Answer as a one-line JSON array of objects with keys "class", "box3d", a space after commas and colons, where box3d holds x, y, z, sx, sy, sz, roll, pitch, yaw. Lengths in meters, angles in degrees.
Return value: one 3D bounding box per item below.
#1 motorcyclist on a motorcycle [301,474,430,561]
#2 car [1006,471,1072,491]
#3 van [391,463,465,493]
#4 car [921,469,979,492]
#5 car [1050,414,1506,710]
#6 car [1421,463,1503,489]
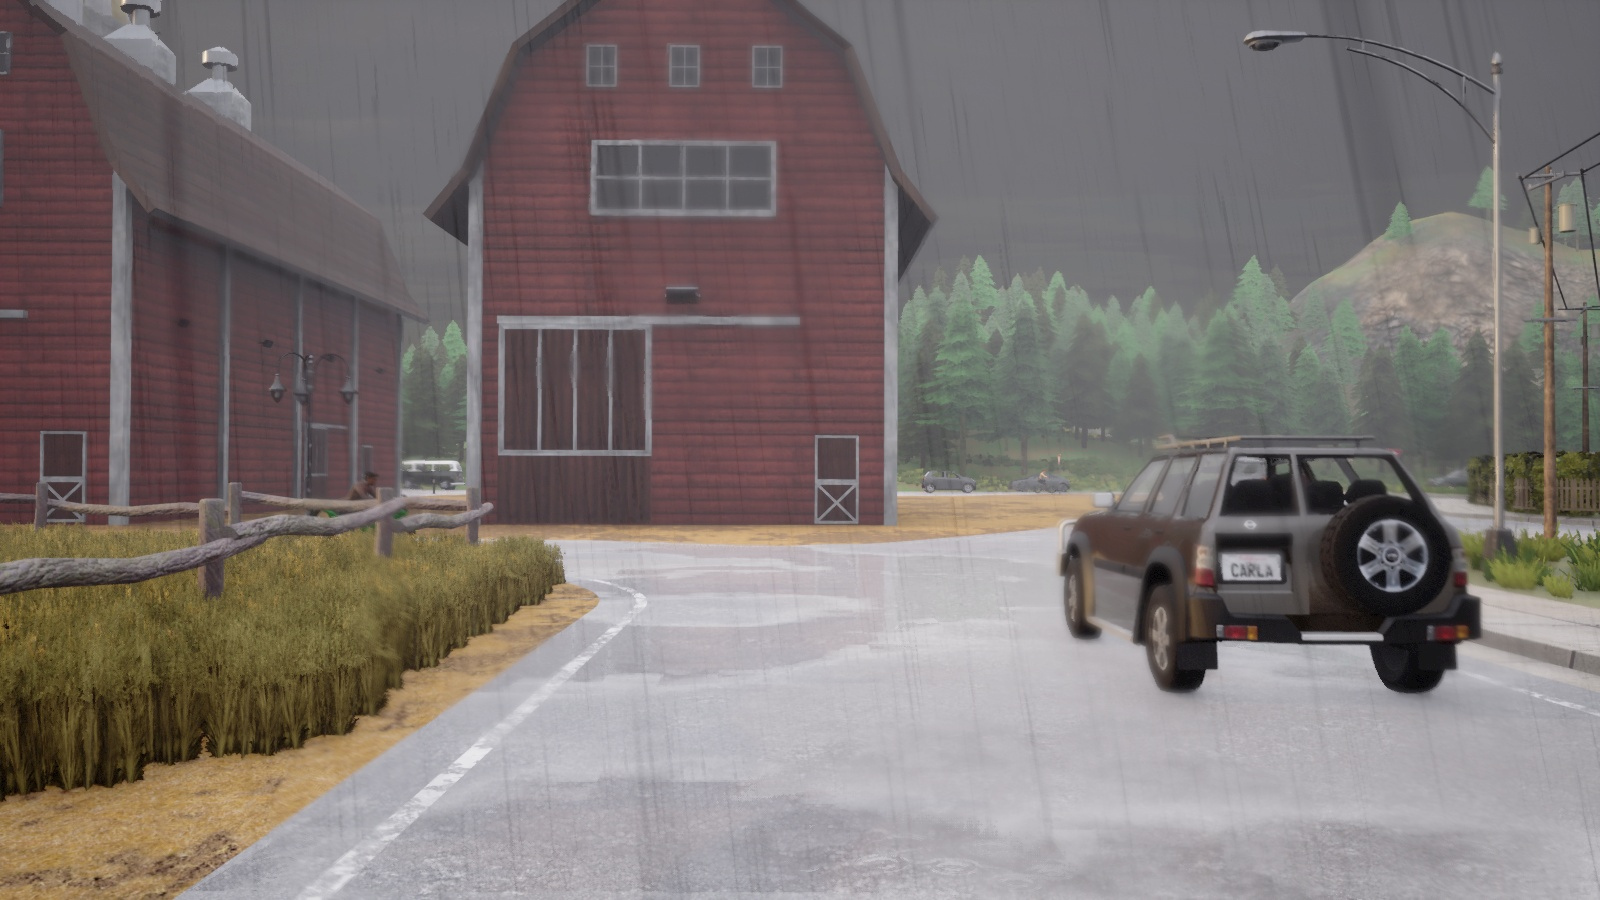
[{"class": "motorcyclist on a motorcycle", "box3d": [-7.786, 1.206, 22.536, 2.044, 1.523, 0.797, -1, -1, 6]}, {"class": "car", "box3d": [16.464, 2.125, 86.732, 4.181, 1.385, 1.994, 0, -1, 0]}, {"class": "van", "box3d": [-25.690, 1.956, 86.849, 4.480, 2.038, 2.069, 0, -1, 0]}, {"class": "car", "box3d": [9.905, 2.043, 83.245, 3.633, 1.501, 1.845, 0, -1, 0]}, {"class": "car", "box3d": [3.465, 0.784, 10.221, 1.932, 1.855, 4.605, 0, -2, 0]}, {"class": "car", "box3d": [45.665, 1.802, 86.646, 4.553, 1.767, 2.097, 0, -1, 0]}]
